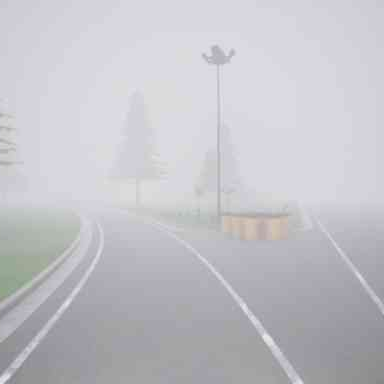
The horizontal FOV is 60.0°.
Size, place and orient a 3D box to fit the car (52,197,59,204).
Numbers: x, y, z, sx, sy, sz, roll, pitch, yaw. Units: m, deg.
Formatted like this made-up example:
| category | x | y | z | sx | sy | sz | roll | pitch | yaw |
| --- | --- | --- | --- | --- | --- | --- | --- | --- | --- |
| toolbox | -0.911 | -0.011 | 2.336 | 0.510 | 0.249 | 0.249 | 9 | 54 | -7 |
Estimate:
| category | x | y | z | sx | sy | sz | roll | pitch | yaw |
| --- | --- | --- | --- | --- | --- | --- | --- | --- | --- |
| car | -25.553 | 1.630 | 63.667 | 1.895 | 1.301 | 4.718 | 0 | 0 | -32 |

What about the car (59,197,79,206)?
| category | x | y | z | sx | sy | sz | roll | pitch | yaw |
| --- | --- | --- | --- | --- | --- | --- | --- | --- | --- |
| car | -20.209 | 1.655 | 55.242 | 1.895 | 1.301 | 4.718 | 0 | 0 | -32 |
